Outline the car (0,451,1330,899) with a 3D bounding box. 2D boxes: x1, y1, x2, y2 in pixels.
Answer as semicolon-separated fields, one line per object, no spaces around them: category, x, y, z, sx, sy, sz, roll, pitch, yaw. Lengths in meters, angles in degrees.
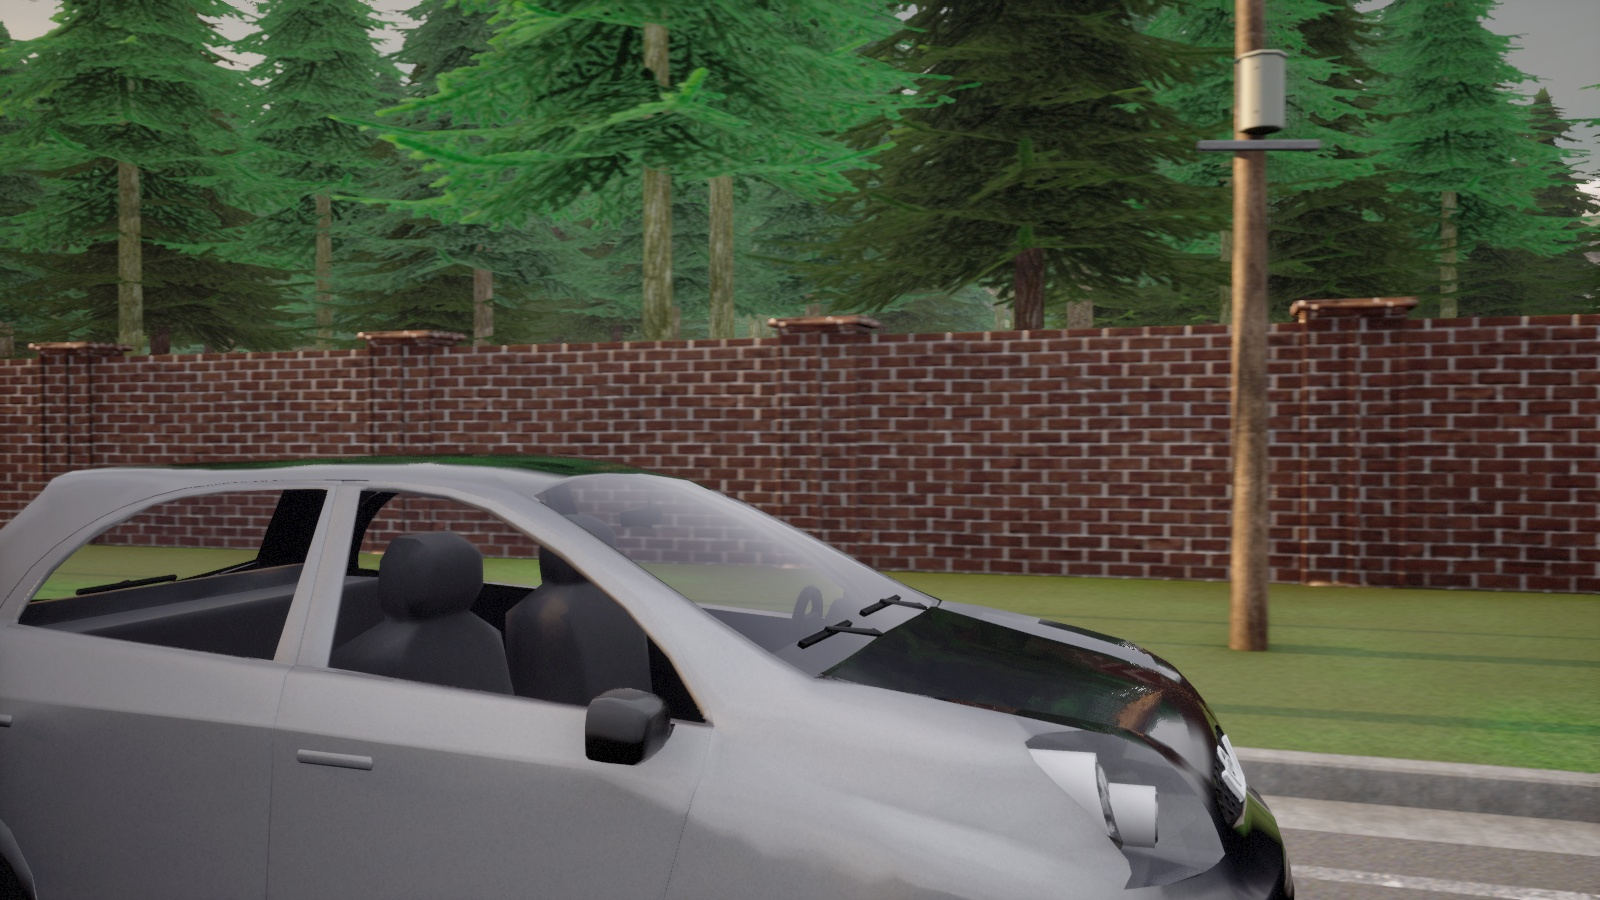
car;-0.614;0.784;3.400;3.633;1.501;1.845;1;1;19
